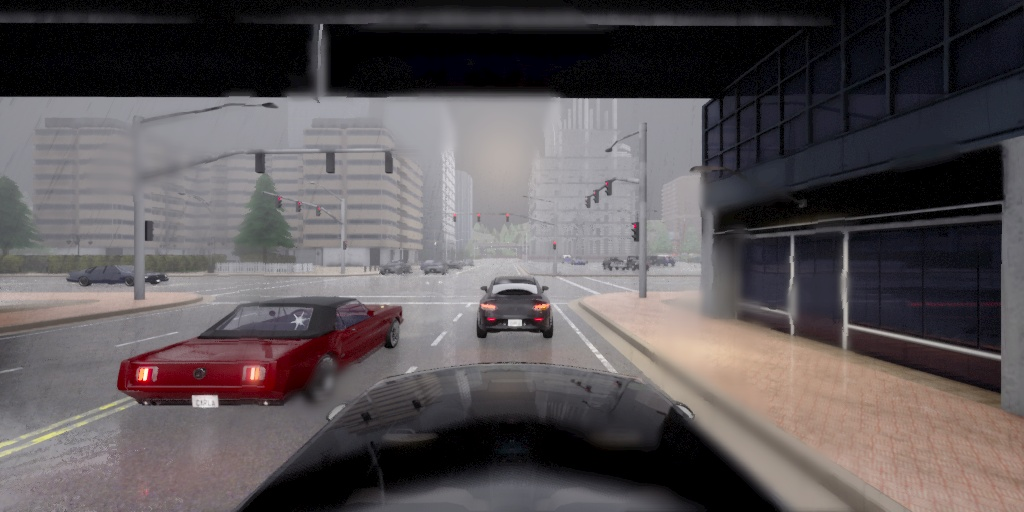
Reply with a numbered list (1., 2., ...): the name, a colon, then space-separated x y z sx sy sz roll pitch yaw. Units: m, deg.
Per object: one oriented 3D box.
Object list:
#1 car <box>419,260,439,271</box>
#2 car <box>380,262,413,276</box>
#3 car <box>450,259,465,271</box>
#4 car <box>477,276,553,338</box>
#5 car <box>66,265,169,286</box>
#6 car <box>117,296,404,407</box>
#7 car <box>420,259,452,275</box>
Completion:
1. car: -11.613 1.276 50.534 1.812 1.442 4.674 0 0 0
2. car: -12.092 1.314 37.682 1.994 1.385 4.181 0 0 10
3. car: -8.110 1.350 50.155 1.895 1.301 4.718 0 0 0
4. car: 0.074 1.276 10.027 1.812 1.442 4.674 0 0 0
5. car: -26.671 1.297 24.318 5.357 1.411 2.033 0 0 0
6. car: -3.439 1.351 6.262 1.895 1.301 4.718 0 0 0
7. car: -7.989 1.314 38.031 1.994 1.385 4.181 0 0 -1
